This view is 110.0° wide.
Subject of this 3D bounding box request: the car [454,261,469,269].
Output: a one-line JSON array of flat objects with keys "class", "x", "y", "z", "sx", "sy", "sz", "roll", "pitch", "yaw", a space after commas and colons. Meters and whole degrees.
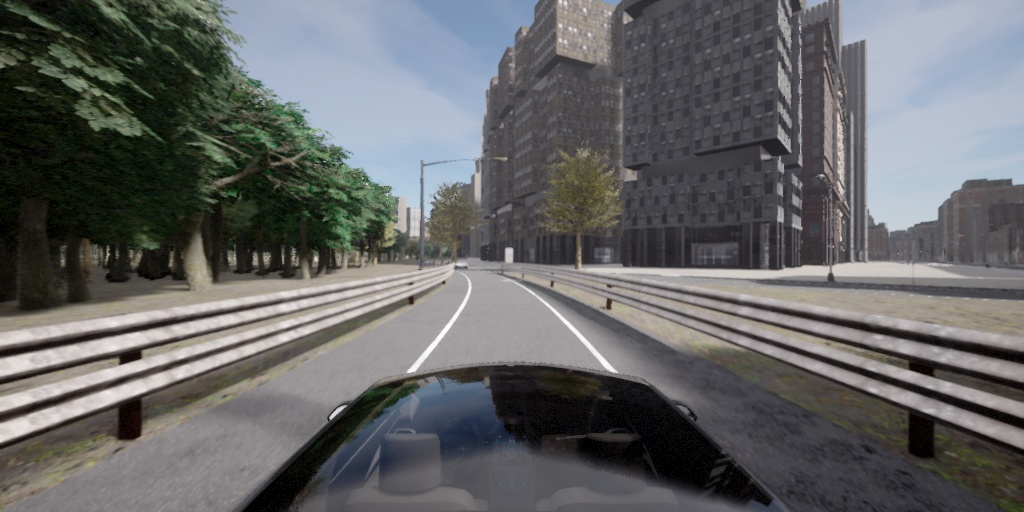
[{"class": "car", "x": -8.440, "y": 1.434, "z": 58.007, "sx": 1.895, "sy": 1.301, "sz": 4.718, "roll": 0, "pitch": 0, "yaw": -20}]
